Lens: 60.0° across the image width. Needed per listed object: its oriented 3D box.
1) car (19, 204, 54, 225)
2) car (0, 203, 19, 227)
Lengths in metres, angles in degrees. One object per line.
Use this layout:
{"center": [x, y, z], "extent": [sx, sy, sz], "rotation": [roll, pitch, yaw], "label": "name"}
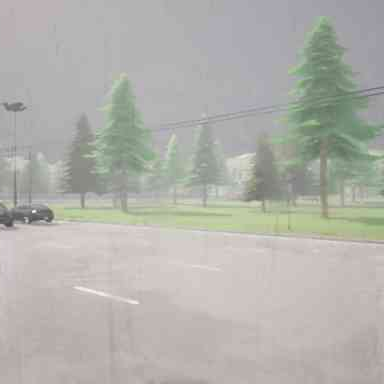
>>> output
{"center": [-12.736, 1.672, 25.969], "extent": [4.892, 1.490, 1.837], "rotation": [0, 0, 35], "label": "car"}
{"center": [-14.235, 1.512, 22.738], "extent": [4.553, 1.767, 2.097], "rotation": [-1, 0, 35], "label": "car"}
